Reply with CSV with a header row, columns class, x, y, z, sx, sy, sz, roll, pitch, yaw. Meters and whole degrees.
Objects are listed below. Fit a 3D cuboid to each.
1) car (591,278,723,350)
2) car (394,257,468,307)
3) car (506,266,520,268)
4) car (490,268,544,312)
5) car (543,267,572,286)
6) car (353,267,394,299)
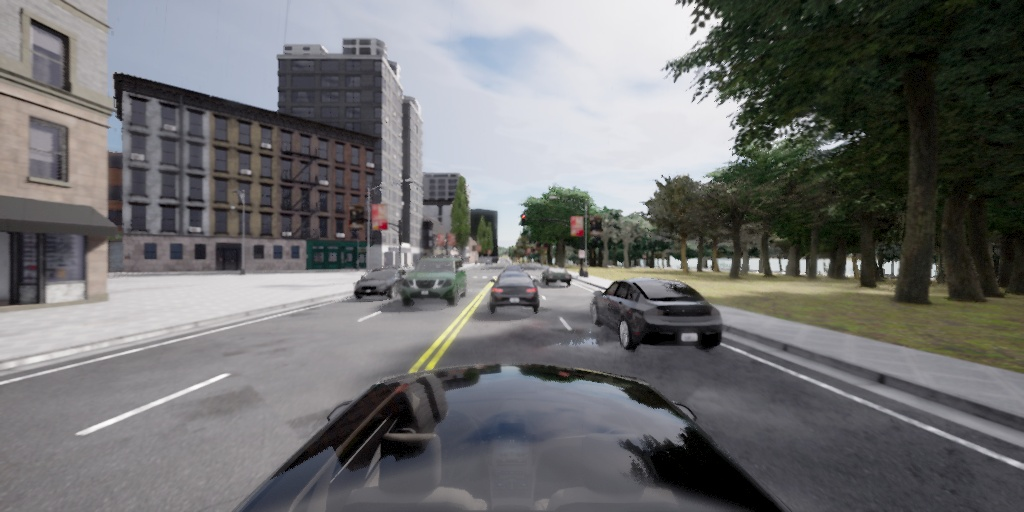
class,x,y,z,sx,sy,sz,roll,pitch,yaw
car,3.345,1.307,9.187,1.837,1.490,4.892,0,0,0
car,-3.358,1.074,16.556,2.150,2.045,5.566,0,0,0
car,0.087,1.509,30.360,1.994,1.385,4.181,0,-1,-1
car,0.091,1.365,14.530,1.812,1.442,4.674,0,-1,0
car,3.333,1.528,27.564,1.895,1.301,4.718,0,0,0
car,-6.605,1.373,18.919,1.837,1.490,4.892,0,0,0
